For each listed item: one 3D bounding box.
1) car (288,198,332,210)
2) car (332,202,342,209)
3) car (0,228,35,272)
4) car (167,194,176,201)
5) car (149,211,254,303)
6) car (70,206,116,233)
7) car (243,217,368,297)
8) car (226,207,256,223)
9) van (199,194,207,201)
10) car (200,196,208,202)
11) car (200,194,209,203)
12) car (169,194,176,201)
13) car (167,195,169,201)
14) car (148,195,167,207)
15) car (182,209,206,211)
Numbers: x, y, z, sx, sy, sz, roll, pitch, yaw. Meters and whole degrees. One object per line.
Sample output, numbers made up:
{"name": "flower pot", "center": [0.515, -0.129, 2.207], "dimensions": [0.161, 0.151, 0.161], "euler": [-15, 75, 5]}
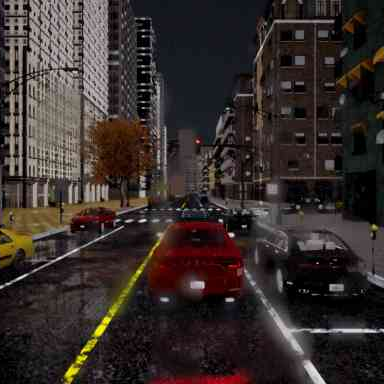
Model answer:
{"name": "car", "center": [13.475, 1.359, 38.848], "dimensions": [4.403, 1.369, 2.008], "euler": [-1, 1, 0]}
{"name": "car", "center": [18.871, 1.259, 38.895], "dimensions": [4.829, 1.417, 1.752], "euler": [-1, 1, 0]}
{"name": "car", "center": [-5.681, 1.526, 8.230], "dimensions": [1.752, 1.417, 4.829], "euler": [0, 0, 0]}
{"name": "car", "center": [-5.578, 1.409, 90.514], "dimensions": [2.192, 1.841, 5.009], "euler": [0, 0, 0]}
{"name": "car", "center": [0.102, 1.478, 8.294], "dimensions": [1.882, 1.535, 5.008], "euler": [0, 0, 0]}
{"name": "car", "center": [-5.667, 1.549, 19.466], "dimensions": [1.887, 1.381, 4.507], "euler": [0, 0, 0]}
{"name": "car", "center": [2.700, 1.551, 8.389], "dimensions": [2.008, 1.369, 4.403], "euler": [0, 0, 0]}
{"name": "car", "center": [2.713, 1.555, 19.455], "dimensions": [2.008, 1.369, 4.403], "euler": [0, 0, 0]}
{"name": "van", "center": [2.796, 1.424, 84.981], "dimensions": [1.690, 1.788, 3.998], "euler": [0, 0, 0]}
{"name": "car", "center": [2.789, 1.598, 79.627], "dimensions": [1.752, 1.417, 4.829], "euler": [0, 0, 0]}
{"name": "car", "center": [2.782, 1.630, 73.934], "dimensions": [1.947, 1.339, 4.313], "euler": [0, 0, 0]}
{"name": "car", "center": [-5.585, 1.649, 84.992], "dimensions": [1.947, 1.339, 4.313], "euler": [0, 0, 0]}
{"name": "car", "center": [-5.619, 1.607, 57.377], "dimensions": [1.947, 1.339, 4.313], "euler": [0, 0, 0]}
{"name": "car", "center": [-5.627, 1.349, 51.854], "dimensions": [2.192, 1.841, 5.009], "euler": [0, 0, 0]}
{"name": "car", "center": [0.110, 1.605, 18.385], "dimensions": [1.895, 1.301, 4.718], "euler": [0, 0, 0]}
